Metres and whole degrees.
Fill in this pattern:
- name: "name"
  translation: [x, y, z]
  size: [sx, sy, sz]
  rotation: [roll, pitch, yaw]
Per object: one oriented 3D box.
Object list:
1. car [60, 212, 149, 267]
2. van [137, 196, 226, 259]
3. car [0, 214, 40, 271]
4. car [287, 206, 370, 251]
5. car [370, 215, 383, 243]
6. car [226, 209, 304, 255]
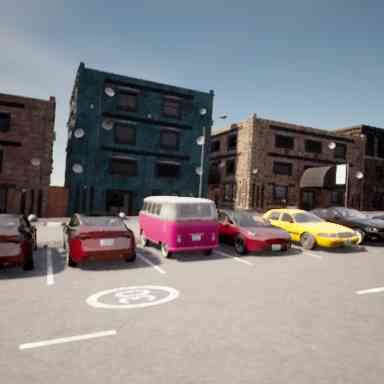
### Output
- name: "car"
  translation: [-3.260, 1.430, 11.232]
  size: [2.163, 1.488, 4.792]
  rotation: [0, 0, -24]
- name: "van"
  translation: [-0.726, 1.192, 12.436]
  size: [1.878, 1.987, 4.442]
  rotation: [0, 0, -24]
- name: "car"
  translation: [-5.828, 1.412, 10.107]
  size: [2.163, 1.488, 4.792]
  rotation: [0, 0, -24]
- name: "car"
  translation: [4.529, 1.451, 14.409]
  size: [1.946, 1.575, 5.366]
  rotation: [0, 0, -24]
- name: "car"
  translation: [7.017, 1.473, 15.707]
  size: [2.097, 1.535, 5.008]
  rotation: [0, 0, -24]
- name: "car"
  translation: [1.899, 1.466, 13.427]
  size: [2.163, 1.488, 4.792]
  rotation: [0, 0, -24]
